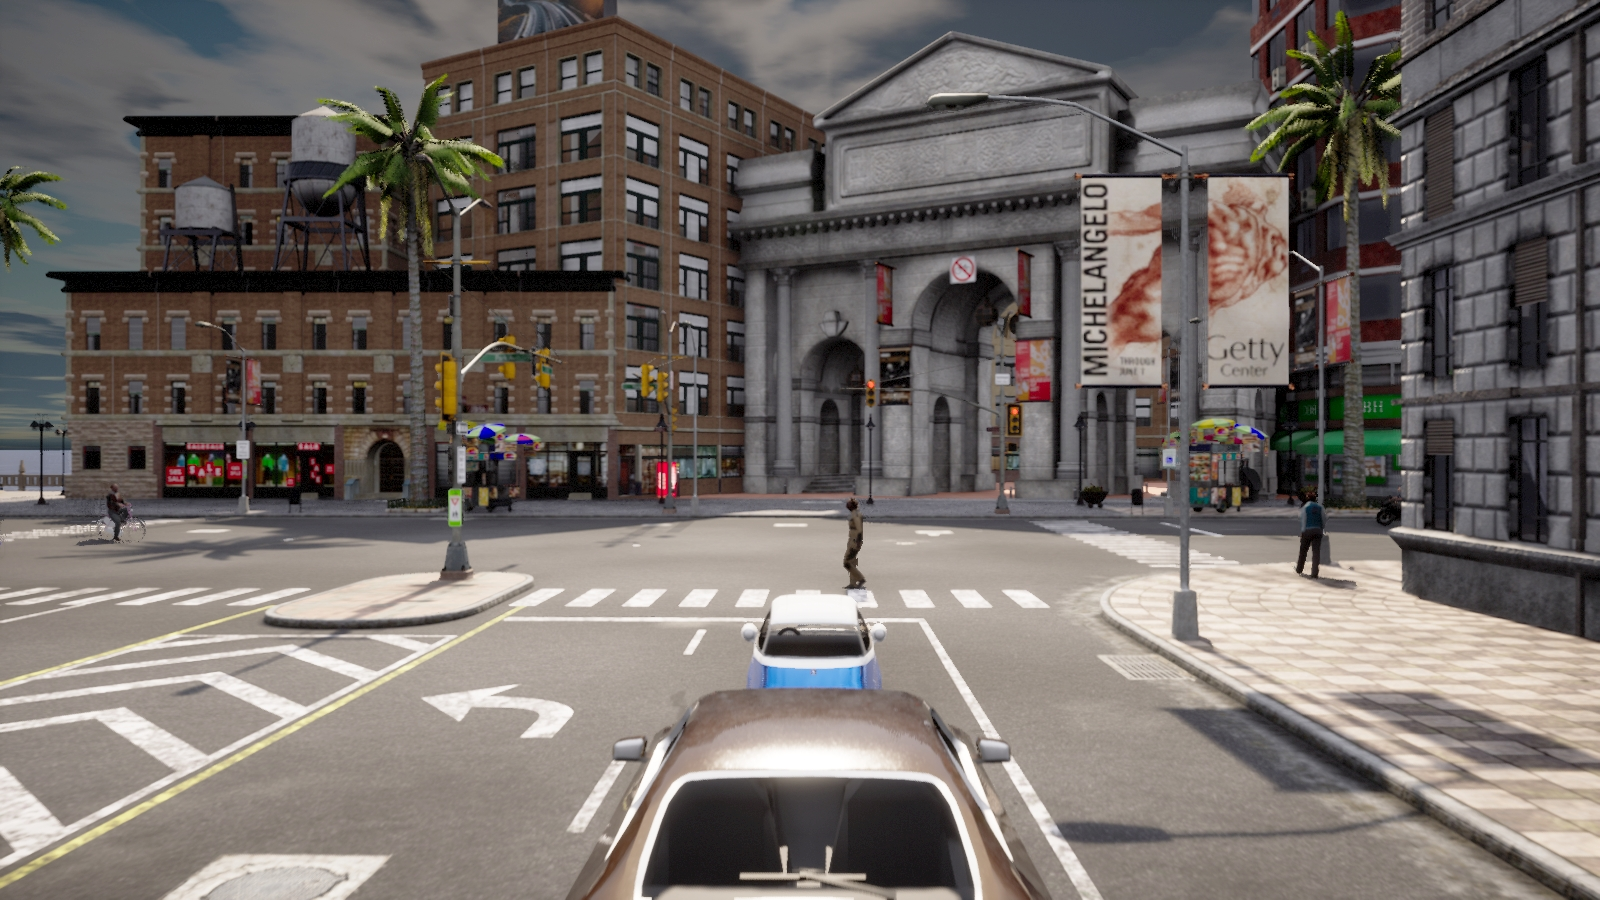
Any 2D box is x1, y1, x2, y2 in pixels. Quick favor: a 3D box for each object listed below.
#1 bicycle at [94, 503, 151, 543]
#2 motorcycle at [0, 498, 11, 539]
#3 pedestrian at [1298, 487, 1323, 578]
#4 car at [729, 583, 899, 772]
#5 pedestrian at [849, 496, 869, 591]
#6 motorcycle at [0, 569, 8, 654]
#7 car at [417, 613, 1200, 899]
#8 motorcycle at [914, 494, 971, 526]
[{"bbox_3d":[-20.662,2.210,34.855,1.835,1.171,0.329,0,1,17],"label":"bicycle"},{"bbox_3d":[-26.369,2.170,36.130,2.356,1.277,0.764,0,0,1],"label":"motorcycle"},{"bbox_3d":[10.529,1.696,23.571,0.375,1.860,0.375,0,0,4],"label":"pedestrian"},{"bbox_3d":[0.136,2.120,11.089,1.481,1.376,2.207,0,0,1],"label":"car"},{"bbox_3d":[1.179,1.849,22.780,0.375,1.860,0.375,0,0,-1],"label":"pedestrian"},{"bbox_3d":[-11.332,2.213,14.742,0.803,1.145,2.033,0,0,1],"label":"motorcycle"},{"bbox_3d":[0.055,1.992,5.655,2.152,1.651,5.027,0,0,1],"label":"car"},{"bbox_3d":[5.254,2.213,42.199,2.033,1.145,0.803,0,0,2],"label":"motorcycle"}]
